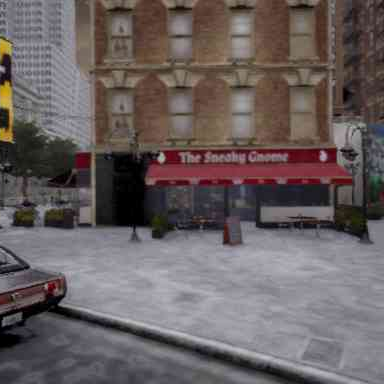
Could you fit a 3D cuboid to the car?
[{"bbox_3d":[-4.576,1.619,6.093,4.718,1.301,1.895,0,0,31],"label":"car"}]
